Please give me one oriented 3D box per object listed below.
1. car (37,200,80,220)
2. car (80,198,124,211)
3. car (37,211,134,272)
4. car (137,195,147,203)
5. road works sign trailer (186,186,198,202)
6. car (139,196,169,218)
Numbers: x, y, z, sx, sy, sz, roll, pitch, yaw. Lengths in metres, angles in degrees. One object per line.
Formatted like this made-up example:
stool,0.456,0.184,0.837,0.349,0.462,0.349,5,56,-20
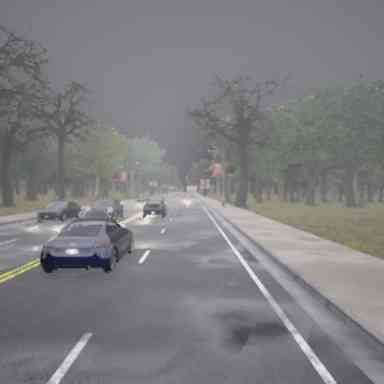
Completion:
car,-9.844,1.396,25.024,1.882,1.535,5.008,0,0,0
car,-6.593,1.269,25.508,2.097,1.767,4.553,0,0,0
car,-3.148,1.528,10.741,1.994,1.385,4.181,0,0,0
car,-9.769,1.364,66.645,1.837,1.490,4.892,0,0,0
road works sign trailer,-0.021,0.343,70.682,2.380,3.560,2.880,0,0,0
car,-3.145,1.410,29.199,1.837,1.490,4.892,0,0,0
